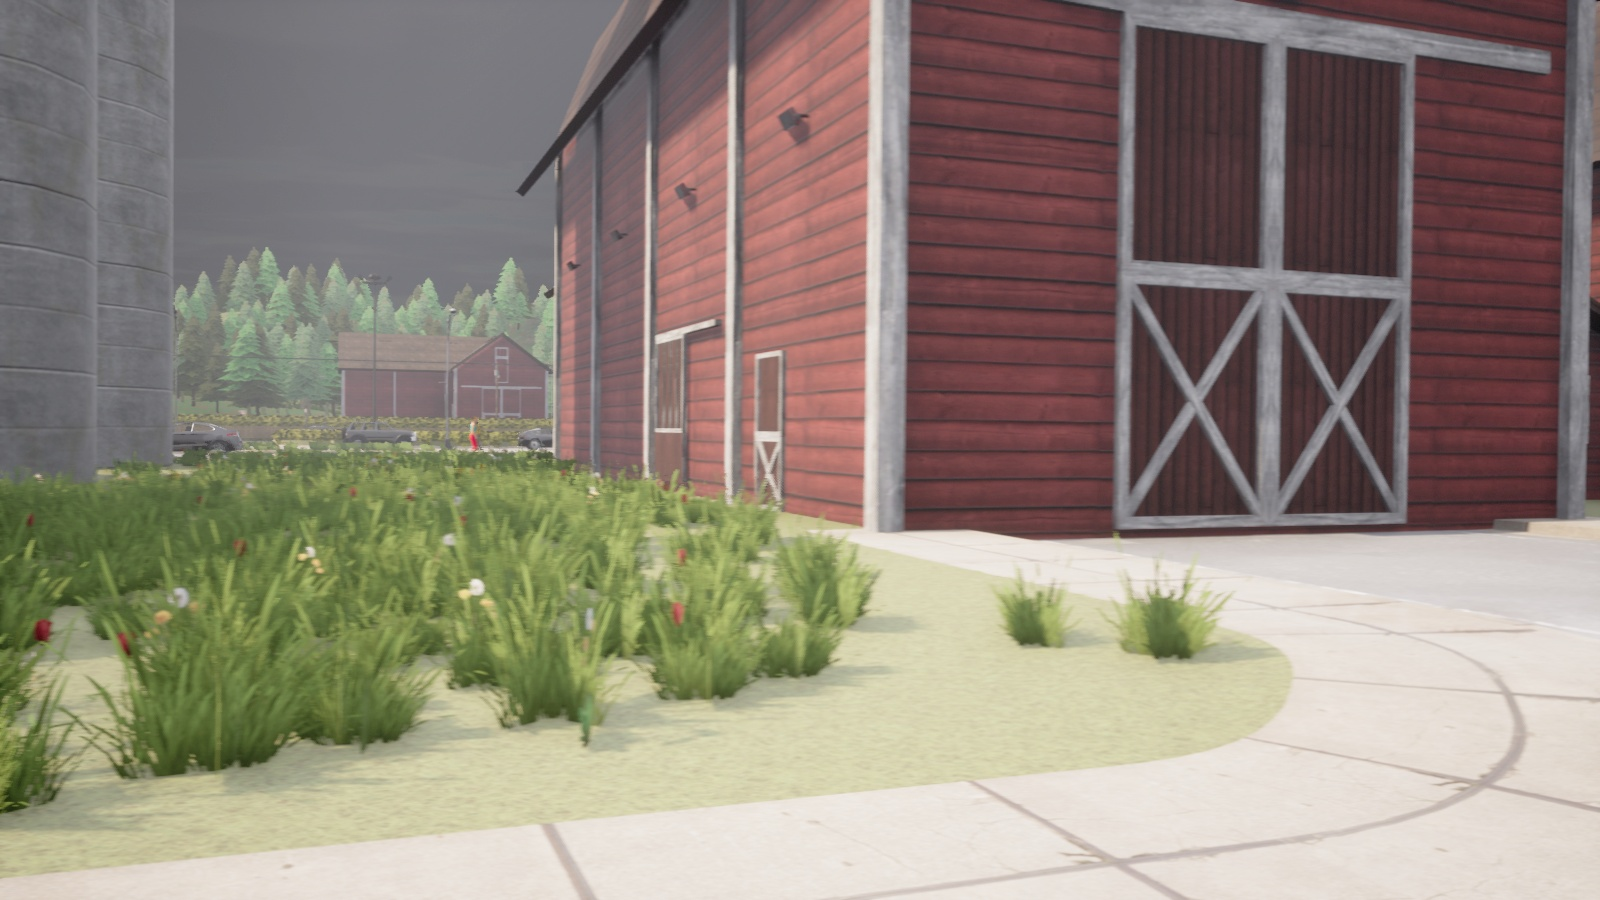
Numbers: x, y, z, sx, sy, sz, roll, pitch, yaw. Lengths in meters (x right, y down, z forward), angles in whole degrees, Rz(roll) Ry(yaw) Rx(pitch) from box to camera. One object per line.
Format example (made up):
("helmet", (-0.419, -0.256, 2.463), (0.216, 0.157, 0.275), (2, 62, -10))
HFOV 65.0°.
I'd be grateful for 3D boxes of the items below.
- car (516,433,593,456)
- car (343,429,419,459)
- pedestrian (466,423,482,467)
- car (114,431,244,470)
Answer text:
("car", (-16.540, -0.372, 84.481), (4.792, 1.488, 2.163), (-1, 1, -21))
("car", (-26.866, -0.382, 80.648), (4.605, 1.855, 1.932), (-1, 1, -18))
("pedestrian", (-13.652, -0.228, 52.571), (0.594, 1.836, 0.345), (-1, 1, -21))
("car", (-27.720, -0.013, 56.261), (5.027, 1.651, 2.152), (-1, 1, -21))
